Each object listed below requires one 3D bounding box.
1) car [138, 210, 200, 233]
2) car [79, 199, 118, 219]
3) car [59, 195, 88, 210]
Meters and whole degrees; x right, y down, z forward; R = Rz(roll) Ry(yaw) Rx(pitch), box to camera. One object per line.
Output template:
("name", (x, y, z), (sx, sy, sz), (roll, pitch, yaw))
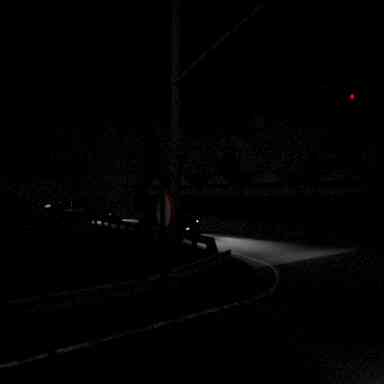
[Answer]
("car", (-1.511, 1.790, 20.772), (1.895, 1.301, 4.718), (0, 0, -35))
("car", (-8.501, 1.693, 30.727), (1.837, 1.490, 4.892), (0, 0, -35))
("car", (-16.834, 1.398, 47.851), (2.150, 2.045, 5.566), (0, 0, 9))
